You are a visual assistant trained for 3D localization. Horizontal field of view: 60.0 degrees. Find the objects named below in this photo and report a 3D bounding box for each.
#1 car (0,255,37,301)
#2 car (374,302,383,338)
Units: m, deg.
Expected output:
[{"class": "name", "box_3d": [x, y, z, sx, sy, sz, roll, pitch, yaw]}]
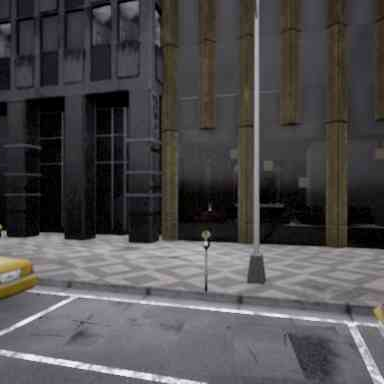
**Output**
[{"class": "car", "box_3d": [-5.592, 1.522, 6.803, 4.829, 1.417, 1.752, 0, 0, 16]}, {"class": "car", "box_3d": [4.863, 1.524, 3.811, 4.829, 1.417, 1.752, 0, 0, 16]}]
